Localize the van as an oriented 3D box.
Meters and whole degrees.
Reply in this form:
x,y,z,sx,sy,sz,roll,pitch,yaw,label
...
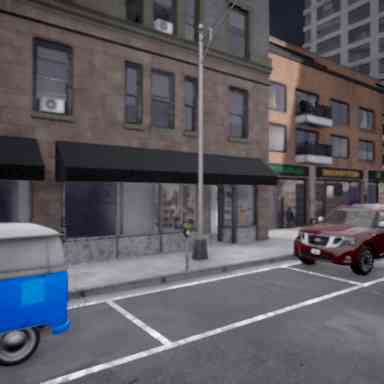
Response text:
x,y,z,sx,sy,sz,roll,pitch,yaw,label
-3.627,1.340,4.177,3.998,1.788,1.690,0,0,-36,van

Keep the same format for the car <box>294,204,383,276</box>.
x,y,z,sx,sy,sz,roll,pitch,yaw,label
5.468,1.335,10.665,5.009,1.841,2.192,0,0,-36,car
